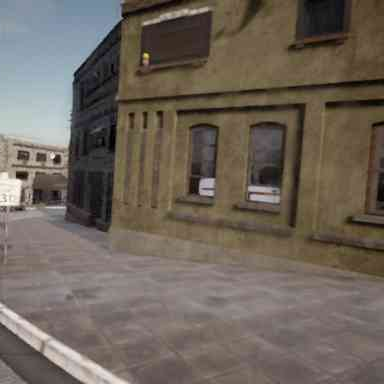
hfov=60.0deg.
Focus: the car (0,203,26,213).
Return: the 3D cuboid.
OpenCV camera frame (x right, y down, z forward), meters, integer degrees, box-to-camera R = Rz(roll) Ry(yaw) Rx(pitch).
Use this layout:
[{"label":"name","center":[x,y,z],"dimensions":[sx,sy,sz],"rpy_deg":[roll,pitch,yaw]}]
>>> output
[{"label":"car","center":[-23.303,1.897,42.873],"dimensions":[1.994,1.385,4.181],"rpy_deg":[4,-1,3]}]
